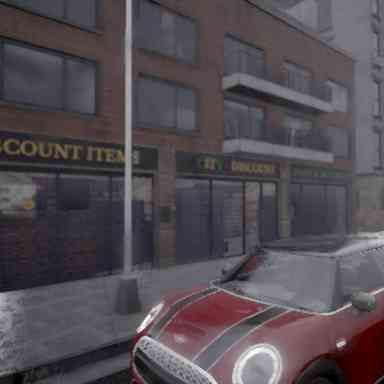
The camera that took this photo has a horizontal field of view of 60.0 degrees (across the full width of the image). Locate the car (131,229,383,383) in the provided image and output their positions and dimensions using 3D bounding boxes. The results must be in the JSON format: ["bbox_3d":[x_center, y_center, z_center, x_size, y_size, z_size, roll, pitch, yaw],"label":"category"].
[{"bbox_3d":[1.483,1.459,4.441,4.553,1.767,2.097,1,-2,-39],"label":"car"}]
